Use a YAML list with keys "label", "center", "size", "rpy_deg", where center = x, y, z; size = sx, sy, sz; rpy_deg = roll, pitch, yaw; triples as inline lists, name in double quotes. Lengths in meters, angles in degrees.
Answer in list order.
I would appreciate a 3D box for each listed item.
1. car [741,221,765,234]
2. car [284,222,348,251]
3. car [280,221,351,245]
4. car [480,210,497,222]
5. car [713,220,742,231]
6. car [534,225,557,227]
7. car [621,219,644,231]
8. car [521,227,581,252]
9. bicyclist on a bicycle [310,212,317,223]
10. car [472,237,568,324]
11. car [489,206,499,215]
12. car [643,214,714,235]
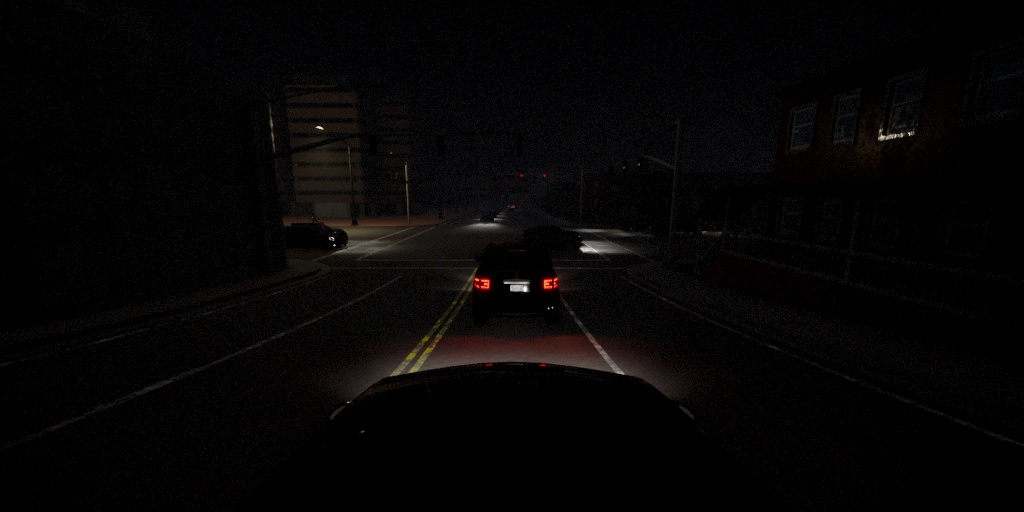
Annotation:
- label: "car"
  center: [26.686, -2.960, 36.647]
  size: [4.674, 1.442, 1.812]
  rpy_deg: [0, 10, 0]
- label: "car"
  center: [-14.609, -1.356, 26.102]
  size: [4.553, 1.767, 2.097]
  rpy_deg: [0, 10, 0]
- label: "car"
  center: [-16.116, -1.951, 29.597]
  size: [4.553, 1.767, 2.097]
  rpy_deg: [0, 10, -1]
- label: "car"
  center: [-3.706, -5.863, 54.075]
  size: [1.895, 1.301, 4.718]
  rpy_deg: [0, 10, 0]
- label: "car"
  center: [23.847, -3.550, 40.097]
  size: [4.674, 1.442, 1.812]
  rpy_deg: [0, 10, 0]
- label: "car"
  center: [3.214, -1.786, 29.575]
  size: [4.892, 1.490, 1.837]
  rpy_deg: [0, 10, 0]
- label: "car"
  center: [14.769, -3.483, 40.141]
  size: [4.718, 1.301, 1.895]
  rpy_deg: [0, 10, 0]
- label: "car"
  center: [2.798, -1.140, 26.135]
  size: [4.181, 1.385, 1.994]
  rpy_deg: [0, 10, 0]
- label: "bicyclist on a bicycle"
  center: [-25.360, -4.769, 45.816]
  size: [0.582, 1.620, 1.656]
  rpy_deg: [0, 10, 0]
- label: "car"
  center: [0.067, 0.605, 10.697]
  size: [2.150, 2.045, 5.566]
  rpy_deg: [0, 4, -1]
- label: "car"
  center: [-3.700, -7.429, 62.823]
  size: [1.812, 1.442, 4.674]
  rpy_deg: [0, 10, 0]
- label: "car"
  center: [16.891, -3.266, 36.614]
  size: [5.566, 2.045, 2.150]
  rpy_deg: [0, 10, 0]
